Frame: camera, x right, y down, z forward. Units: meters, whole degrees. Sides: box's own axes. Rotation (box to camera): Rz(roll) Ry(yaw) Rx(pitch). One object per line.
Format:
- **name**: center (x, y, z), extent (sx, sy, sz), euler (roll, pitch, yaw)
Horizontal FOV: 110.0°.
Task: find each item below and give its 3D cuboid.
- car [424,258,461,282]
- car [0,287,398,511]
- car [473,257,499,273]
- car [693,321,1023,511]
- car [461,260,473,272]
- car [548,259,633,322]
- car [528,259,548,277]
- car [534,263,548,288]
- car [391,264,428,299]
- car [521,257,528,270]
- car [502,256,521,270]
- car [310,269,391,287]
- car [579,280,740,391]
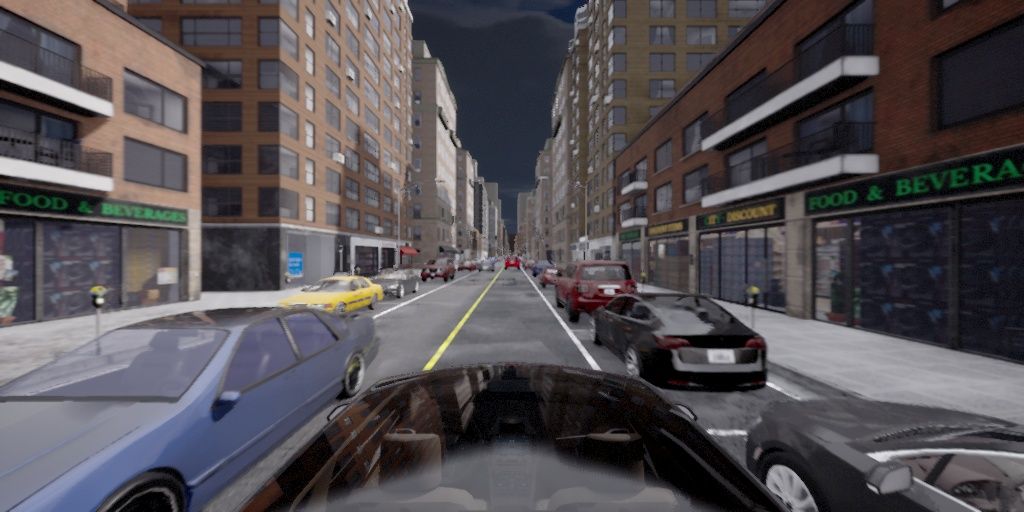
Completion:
- **car**: center (-5.844, 1.054, 29.023), extent (2.192, 1.841, 5.009), euler (0, 0, 0)
- **car**: center (-3.092, 1.297, 3.739), extent (2.033, 1.411, 5.357), euler (0, 0, 0)
- **car**: center (-3.065, 1.227, 43.613), extent (2.128, 1.511, 4.902), euler (0, 0, 0)
- **car**: center (2.669, 1.301, 1.062), extent (2.007, 1.370, 4.403), euler (0, 0, 0)
- **car**: center (-5.836, 1.281, 45.809), extent (1.888, 1.381, 4.507), euler (0, 0, 0)
- **car**: center (2.674, 1.060, 12.251), extent (2.192, 1.841, 5.009), euler (0, 0, 0)
- **car**: center (3.016, 1.088, 35.202), extent (2.097, 1.767, 4.553), euler (0, 0, 0)
- **car**: center (2.679, 1.323, 23.439), extent (1.802, 1.307, 4.207), euler (0, 0, 0)
- **car**: center (-5.849, 1.294, 17.831), extent (2.007, 1.370, 4.403), euler (0, 0, 0)
- **car**: center (2.693, 1.174, 51.410), extent (1.967, 1.591, 4.097), euler (0, 0, 0)
- **car**: center (0.058, 0.961, 53.128), extent (2.150, 2.045, 5.566), euler (0, 0, 0)
- **car**: center (-5.852, 1.271, 12.066), extent (1.751, 1.417, 4.829), euler (0, 0, 0)
- **car**: center (2.671, 1.314, 6.656), extent (1.948, 1.339, 4.313), euler (0, 0, 0)
